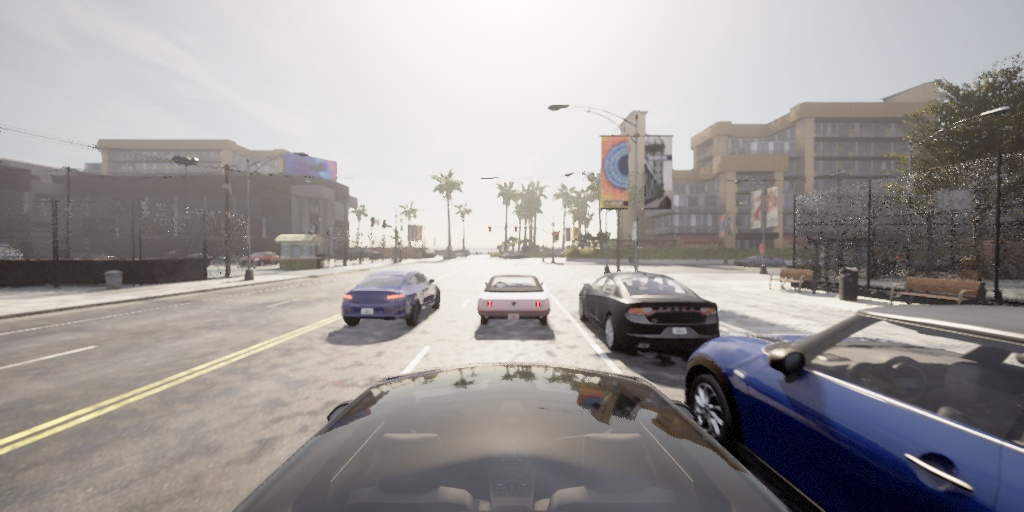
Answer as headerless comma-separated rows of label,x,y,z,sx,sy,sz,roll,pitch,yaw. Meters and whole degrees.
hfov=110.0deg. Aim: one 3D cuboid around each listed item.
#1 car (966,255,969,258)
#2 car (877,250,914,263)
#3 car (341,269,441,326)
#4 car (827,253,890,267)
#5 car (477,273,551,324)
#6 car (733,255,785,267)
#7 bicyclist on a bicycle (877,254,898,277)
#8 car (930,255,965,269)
car,45.204,0.711,32.542,4.902,1.511,2.128,0,1,-1
car,45.139,0.010,43.032,4.553,1.767,2.097,0,1,-1
car,-3.440,1.118,10.872,1.812,1.442,4.674,0,1,0
car,37.698,0.647,39.540,5.357,1.411,2.033,0,1,0
car,0.062,1.188,11.166,1.895,1.301,4.718,0,1,0
car,29.609,0.588,42.993,5.357,1.411,2.033,0,1,0
bicyclist on a bicycle,26.072,0.650,24.983,0.582,1.620,1.656,0,1,-1
car,45.172,0.651,36.042,4.902,1.511,2.128,0,1,-1
